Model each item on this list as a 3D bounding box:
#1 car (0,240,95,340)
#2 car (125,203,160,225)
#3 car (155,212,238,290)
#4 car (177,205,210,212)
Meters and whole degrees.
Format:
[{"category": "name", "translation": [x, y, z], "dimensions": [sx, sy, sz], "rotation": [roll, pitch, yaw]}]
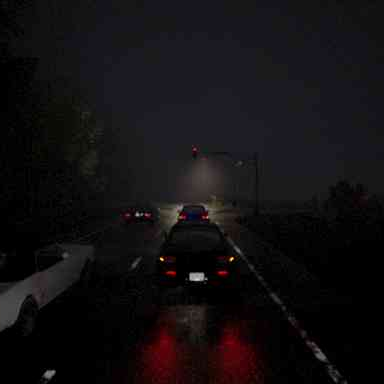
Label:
[{"category": "car", "translation": [-3.402, 1.580, 6.437], "dimensions": [1.895, 1.301, 4.718], "rotation": [0, 0, 0]}, {"category": "car", "translation": [-3.400, 1.474, 23.321], "dimensions": [2.033, 1.411, 5.357], "rotation": [0, 0, 0]}, {"category": "car", "translation": [0.098, 1.498, 8.861], "dimensions": [1.812, 1.442, 4.674], "rotation": [0, 0, 0]}, {"category": "car", "translation": [0.098, 1.465, 19.486], "dimensions": [1.812, 1.442, 4.674], "rotation": [0, 0, 0]}]
